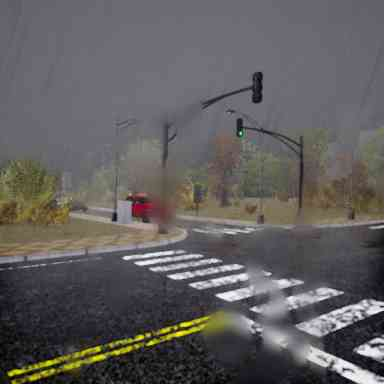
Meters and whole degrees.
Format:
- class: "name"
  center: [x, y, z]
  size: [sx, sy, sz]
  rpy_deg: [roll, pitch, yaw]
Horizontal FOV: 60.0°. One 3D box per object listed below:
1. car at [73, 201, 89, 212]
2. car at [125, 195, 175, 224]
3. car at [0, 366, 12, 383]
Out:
- class: "car"
  center: [-14.378, 1.733, 40.944]
  size: [2.033, 1.411, 5.357]
  rpy_deg: [2, -1, -34]
- class: "car"
  center: [-3.506, 1.297, 25.825]
  size: [2.150, 2.045, 5.566]
  rpy_deg: [2, -2, -35]
- class: "car"
  center: [-3.256, 1.505, 1.115]
  size: [4.892, 1.490, 1.837]
  rpy_deg: [0, 0, -35]
